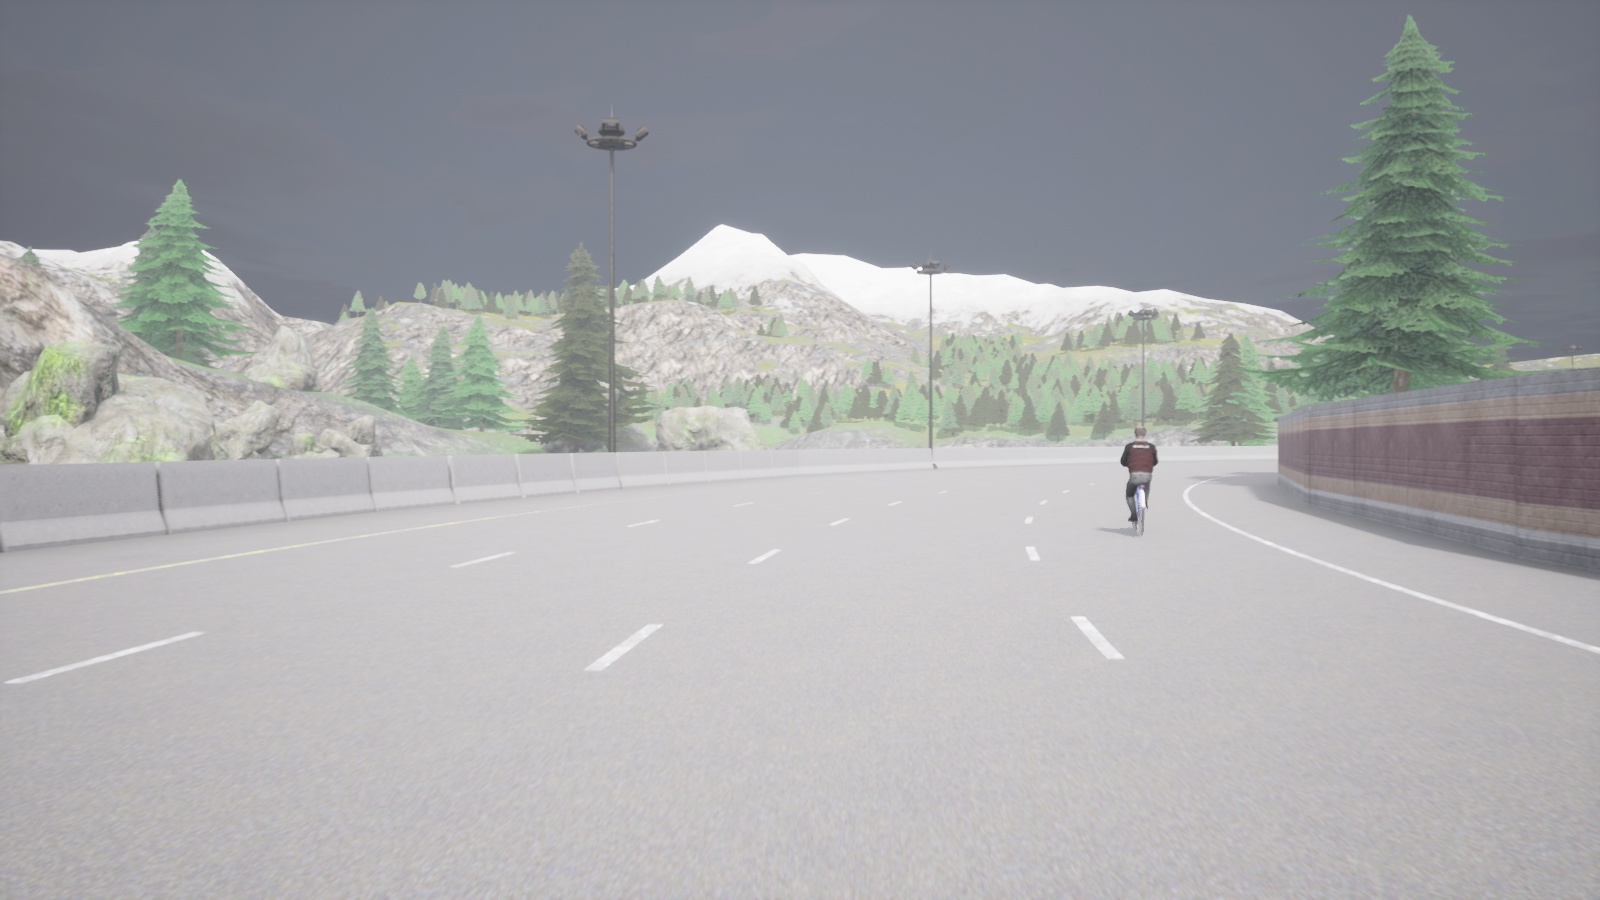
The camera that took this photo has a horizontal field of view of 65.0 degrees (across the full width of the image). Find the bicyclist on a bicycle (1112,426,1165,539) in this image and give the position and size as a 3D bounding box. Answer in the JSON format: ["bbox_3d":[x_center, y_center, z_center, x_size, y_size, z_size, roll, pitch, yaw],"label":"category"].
[{"bbox_3d":[5.560,0.505,20.686,0.659,1.776,1.843,1,1,10],"label":"bicyclist on a bicycle"}]
